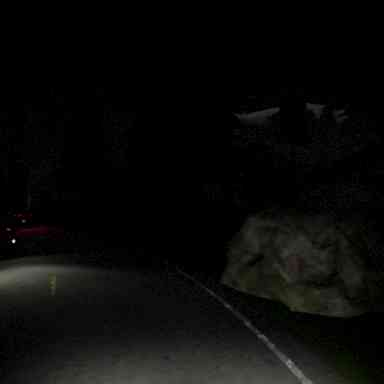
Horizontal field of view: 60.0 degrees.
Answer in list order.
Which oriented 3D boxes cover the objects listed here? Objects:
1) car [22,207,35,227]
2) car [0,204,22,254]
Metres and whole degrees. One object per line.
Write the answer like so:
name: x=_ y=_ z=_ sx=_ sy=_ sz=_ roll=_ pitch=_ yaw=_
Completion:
car: x=-13.364 y=1.882 z=25.233 sx=2.128 sy=1.511 sz=4.902 roll=0 pitch=-1 yaw=-39
car: x=-8.960 y=1.448 z=13.958 sx=2.150 sy=2.045 sz=5.566 roll=0 pitch=-1 yaw=-37
